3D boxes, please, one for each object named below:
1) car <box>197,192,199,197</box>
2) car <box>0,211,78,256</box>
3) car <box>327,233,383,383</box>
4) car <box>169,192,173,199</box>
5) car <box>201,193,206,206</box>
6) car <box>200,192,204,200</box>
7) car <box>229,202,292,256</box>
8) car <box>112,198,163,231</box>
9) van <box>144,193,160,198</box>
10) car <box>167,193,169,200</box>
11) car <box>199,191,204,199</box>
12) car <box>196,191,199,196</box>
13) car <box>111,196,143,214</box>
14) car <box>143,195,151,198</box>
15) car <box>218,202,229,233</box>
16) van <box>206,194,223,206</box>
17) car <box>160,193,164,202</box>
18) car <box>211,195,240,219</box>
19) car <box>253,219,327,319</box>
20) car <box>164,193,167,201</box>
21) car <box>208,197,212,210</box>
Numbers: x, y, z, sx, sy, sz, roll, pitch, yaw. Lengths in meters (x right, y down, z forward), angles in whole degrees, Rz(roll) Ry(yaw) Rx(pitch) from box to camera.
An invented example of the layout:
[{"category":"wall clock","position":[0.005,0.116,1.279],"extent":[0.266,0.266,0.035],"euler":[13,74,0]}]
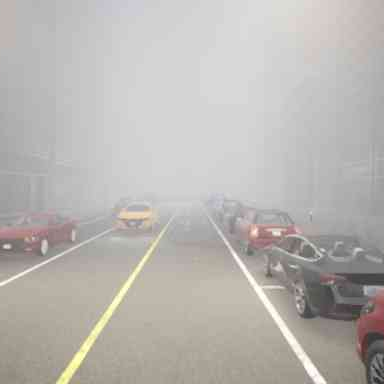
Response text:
[{"category":"car","position":[2.582,1.092,68.711],"extent":[1.802,1.307,4.206],"euler":[0,0,0]},{"category":"car","position":[-5.797,1.454,12.661],"extent":[1.887,1.381,4.507],"euler":[0,0,0]},{"category":"car","position":[2.756,1.303,1.490],"extent":[2.192,1.841,5.009],"euler":[0,0,0]},{"category":"car","position":[-5.958,0.913,74.283],"extent":[1.967,1.590,4.097],"euler":[0,0,0]},{"category":"car","position":[2.640,1.213,46.304],"extent":[1.887,1.381,4.507],"euler":[0,0,0]},{"category":"car","position":[2.626,1.173,51.906],"extent":[1.887,1.381,4.507],"euler":[0,0,0]},{"category":"car","position":[2.727,1.347,12.694],"extent":[1.967,1.590,4.097],"euler":[0,0,0]},{"category":"car","position":[-3.049,1.337,19.548],"extent":[1.882,1.535,5.008],"euler":[0,0,0]},{"category":"van","position":[-5.886,1.012,46.272],"extent":[1.690,1.788,3.998],"euler":[0,0,0]},{"category":"car","position":[-5.928,1.078,62.909],"extent":[1.752,1.417,4.829],"euler":[0,0,0]},{"category":"car","position":[2.611,1.029,57.507],"extent":[1.967,1.590,4.097],"euler":[0,0,0]},{"category":"car","position":[2.553,0.976,79.914],"extent":[1.887,1.381,4.507],"euler":[0,0,0]},{"category":"car","position":[-5.842,1.230,29.466],"extent":[1.967,1.590,4.097],"euler":[0,0,0]},{"category":"car","position":[-5.856,1.295,35.069],"extent":[1.887,1.381,4.507],"euler":[0,0,0]},{"category":"car","position":[2.713,1.433,18.296],"extent":[1.947,1.339,4.313],"euler":[0,0,0]},{"category":"van","position":[2.669,1.089,35.099],"extent":[1.690,1.788,3.998],"euler":[0,0,0]},{"category":"car","position":[-5.900,1.176,51.875],"extent":[1.887,1.381,4.507],"euler":[0,0,0]},{"category":"car","position":[2.698,1.268,23.897],"extent":[1.967,1.590,4.097],"euler":[0,0,0]},{"category":"car","position":[2.743,1.513,7.093],"extent":[1.947,1.339,4.313],"euler":[0,0,0]},{"category":"car","position":[-5.914,1.136,57.477],"extent":[1.887,1.381,4.507],"euler":[0,0,0]},{"category":"car","position":[2.684,1.370,29.500],"extent":[1.802,1.307,4.206],"euler":[0,0,0]}]
